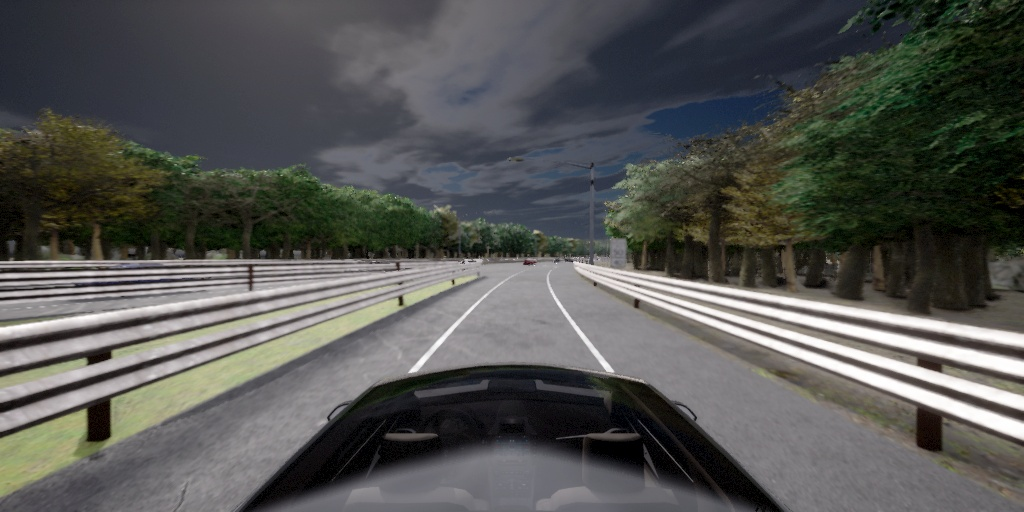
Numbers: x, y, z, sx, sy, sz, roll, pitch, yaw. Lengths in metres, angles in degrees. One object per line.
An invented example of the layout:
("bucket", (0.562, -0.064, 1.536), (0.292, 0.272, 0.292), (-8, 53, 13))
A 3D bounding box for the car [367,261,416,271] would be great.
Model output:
("car", (-11.018, 1.143, 33.396), (2.033, 1.411, 5.357), (0, 0, 19))

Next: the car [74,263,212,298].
("car", (-16.780, 1.057, 16.714), (1.812, 1.442, 4.674), (0, 0, 19))

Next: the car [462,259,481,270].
("car", (-5.819, 1.185, 48.457), (1.812, 1.442, 4.674), (0, 0, 19))
